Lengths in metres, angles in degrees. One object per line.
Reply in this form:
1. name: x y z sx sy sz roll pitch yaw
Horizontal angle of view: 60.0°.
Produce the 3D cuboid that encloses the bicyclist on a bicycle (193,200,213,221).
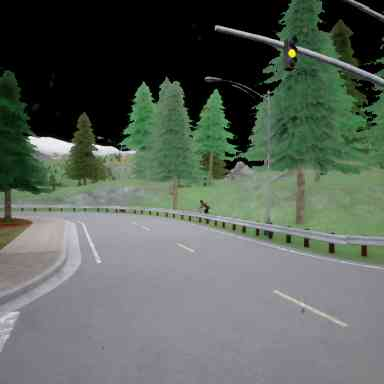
1. bicyclist on a bicycle: 0.876 1.432 25.515 1.656 1.620 0.582 -1 2 -20
